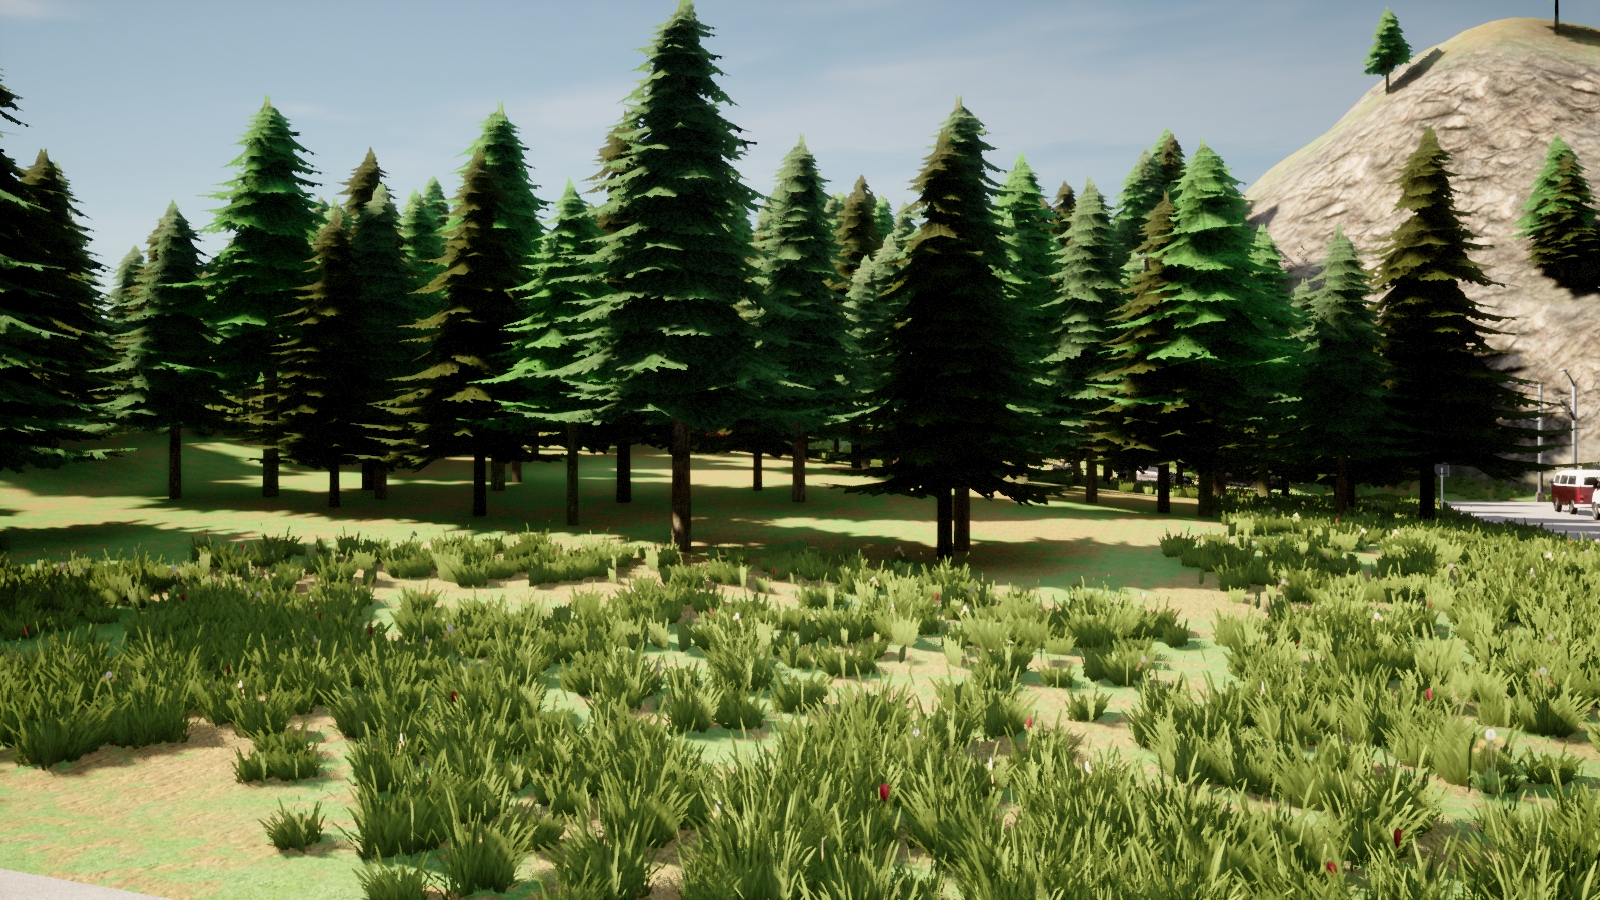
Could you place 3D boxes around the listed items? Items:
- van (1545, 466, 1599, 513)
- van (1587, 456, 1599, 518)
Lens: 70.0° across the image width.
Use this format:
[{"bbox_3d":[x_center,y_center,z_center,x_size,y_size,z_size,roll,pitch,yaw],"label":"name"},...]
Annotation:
[{"bbox_3d":[36.159,1.782,52.642,2.069,2.038,4.480,0,0,20],"label":"van"},{"bbox_3d":[33.726,1.534,45.978,1.988,2.561,5.915,0,0,20],"label":"van"}]
